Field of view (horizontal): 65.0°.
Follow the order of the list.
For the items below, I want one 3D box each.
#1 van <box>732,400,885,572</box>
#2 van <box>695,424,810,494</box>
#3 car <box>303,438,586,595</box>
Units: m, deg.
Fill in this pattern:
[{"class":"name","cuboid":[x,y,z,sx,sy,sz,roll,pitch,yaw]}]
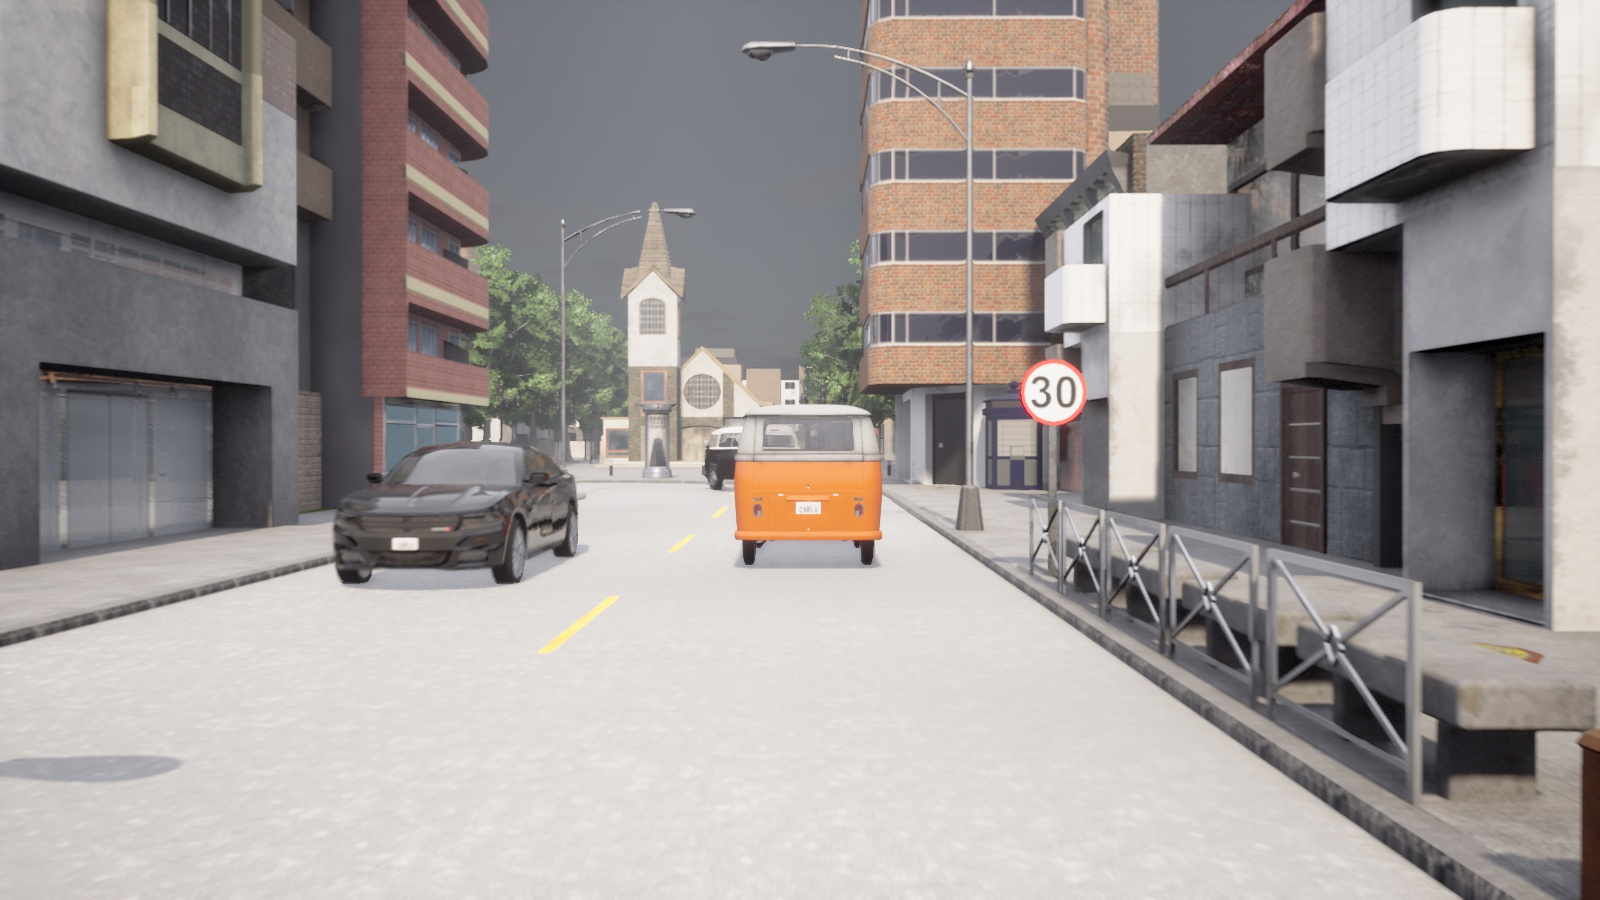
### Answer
[{"class":"van","cuboid":[0.109,0.405,16.796,1.775,1.987,4.442,0,0,0]},{"class":"van","cuboid":[-1.545,0.253,38.666,2.069,2.038,4.480,0,0,-23]},{"class":"car","cuboid":[-3.902,0.638,14.785,1.882,1.535,5.008,0,0,0]}]
